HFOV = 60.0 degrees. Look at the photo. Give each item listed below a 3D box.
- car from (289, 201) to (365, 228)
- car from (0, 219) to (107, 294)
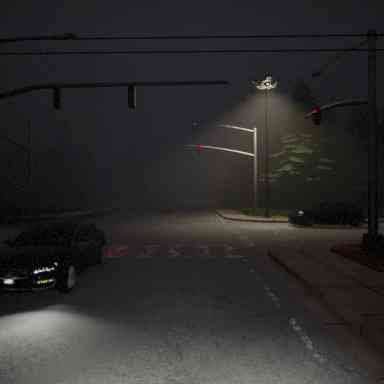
[{"bbox_3d":[8.853,1.392,22.146,4.553,1.767,2.097,0,0,1],"label":"car"},{"bbox_3d":[-3.686,1.550,9.099,1.837,1.490,4.892,-1,0,0],"label":"car"}]
